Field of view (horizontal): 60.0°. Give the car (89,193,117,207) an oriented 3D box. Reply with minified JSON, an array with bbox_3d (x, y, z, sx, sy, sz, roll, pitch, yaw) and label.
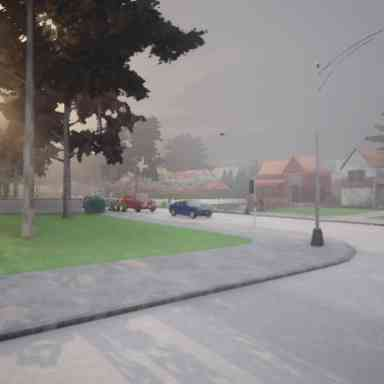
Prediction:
[{"bbox_3d":[-12.853,1.380,47.777,2.097,1.767,4.553,0,0,-35],"label":"car"}]

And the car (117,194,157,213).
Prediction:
[{"bbox_3d":[-6.171,1.249,38.368,2.150,2.045,5.566,0,0,-36],"label":"car"}]

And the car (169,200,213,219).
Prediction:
[{"bbox_3d":[-0.159,1.506,29.962,1.882,1.535,5.008,0,0,-36],"label":"car"}]

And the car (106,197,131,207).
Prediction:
[{"bbox_3d":[-11.843,1.581,53.512,2.033,1.411,5.357,0,0,-35],"label":"car"}]

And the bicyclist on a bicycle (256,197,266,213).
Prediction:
[{"bbox_3d":[7.065,1.391,34.297,1.656,1.620,0.582,0,0,-36],"label":"bicyclist on a bicycle"}]
